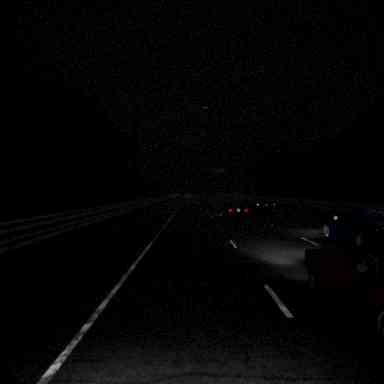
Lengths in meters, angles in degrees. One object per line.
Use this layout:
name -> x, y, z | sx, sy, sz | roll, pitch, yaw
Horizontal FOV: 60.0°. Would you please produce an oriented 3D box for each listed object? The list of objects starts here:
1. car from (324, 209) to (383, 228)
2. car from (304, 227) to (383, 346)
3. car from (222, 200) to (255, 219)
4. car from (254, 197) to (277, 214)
car -> 7.105, 1.439, 13.610 | 1.882, 1.535, 5.008 | 0, 0, 0
car -> 3.601, 1.584, 5.901 | 1.895, 1.301, 4.718 | 0, 0, 0
car -> 3.612, 1.468, 28.312 | 2.033, 1.411, 5.357 | 0, 0, 0
car -> 7.111, 1.257, 33.865 | 2.097, 1.767, 4.553 | 0, 0, 0
